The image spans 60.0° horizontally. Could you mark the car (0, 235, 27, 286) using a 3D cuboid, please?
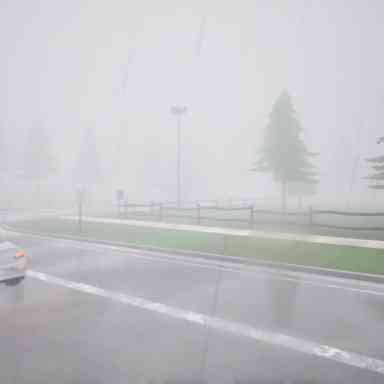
[{"bbox_3d":[-5.847,1.525,8.114,4.674,1.442,1.812,0,0,36],"label":"car"}]
